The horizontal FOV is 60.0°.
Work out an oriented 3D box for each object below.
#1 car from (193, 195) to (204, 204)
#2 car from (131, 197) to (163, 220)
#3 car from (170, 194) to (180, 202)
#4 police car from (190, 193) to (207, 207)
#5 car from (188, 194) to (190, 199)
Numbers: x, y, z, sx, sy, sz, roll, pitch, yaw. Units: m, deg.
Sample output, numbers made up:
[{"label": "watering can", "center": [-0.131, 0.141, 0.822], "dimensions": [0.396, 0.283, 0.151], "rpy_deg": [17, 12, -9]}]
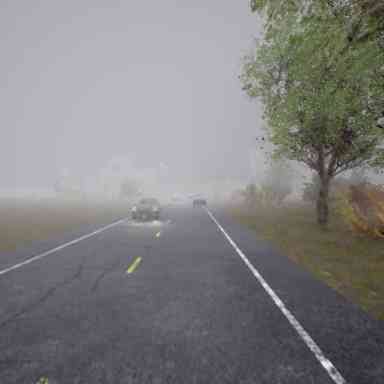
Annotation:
[{"label": "car", "center": [1.056, 1.288, 57.433], "dimensions": [1.837, 1.490, 4.892], "rpy_deg": [0, 0, 0]}, {"label": "car", "center": [-3.592, 1.265, 27.267], "dimensions": [2.097, 1.767, 4.553], "rpy_deg": [0, 0, 0]}, {"label": "car", "center": [-3.493, 1.248, 68.338], "dimensions": [1.812, 1.442, 4.674], "rpy_deg": [0, 0, 0]}, {"label": "police car", "center": [1.056, 1.256, 47.542], "dimensions": [1.930, 1.638, 5.238], "rpy_deg": [0, 0, 0]}, {"label": "car", "center": [0.010, 1.090, 81.821], "dimensions": [1.895, 1.301, 4.718], "rpy_deg": [0, 0, 0]}]
